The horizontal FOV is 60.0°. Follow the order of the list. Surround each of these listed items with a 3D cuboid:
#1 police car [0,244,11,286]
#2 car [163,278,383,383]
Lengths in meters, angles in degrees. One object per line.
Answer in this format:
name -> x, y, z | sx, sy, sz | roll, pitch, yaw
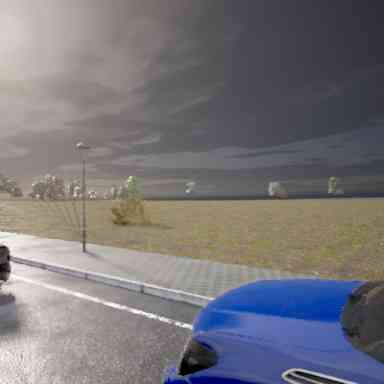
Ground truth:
police car -> -6.512, 1.479, 8.276 | 5.238, 1.638, 1.930 | 0, 0, 36
car -> 2.427, 1.220, 1.825 | 5.566, 2.045, 2.150 | 0, 0, 35
